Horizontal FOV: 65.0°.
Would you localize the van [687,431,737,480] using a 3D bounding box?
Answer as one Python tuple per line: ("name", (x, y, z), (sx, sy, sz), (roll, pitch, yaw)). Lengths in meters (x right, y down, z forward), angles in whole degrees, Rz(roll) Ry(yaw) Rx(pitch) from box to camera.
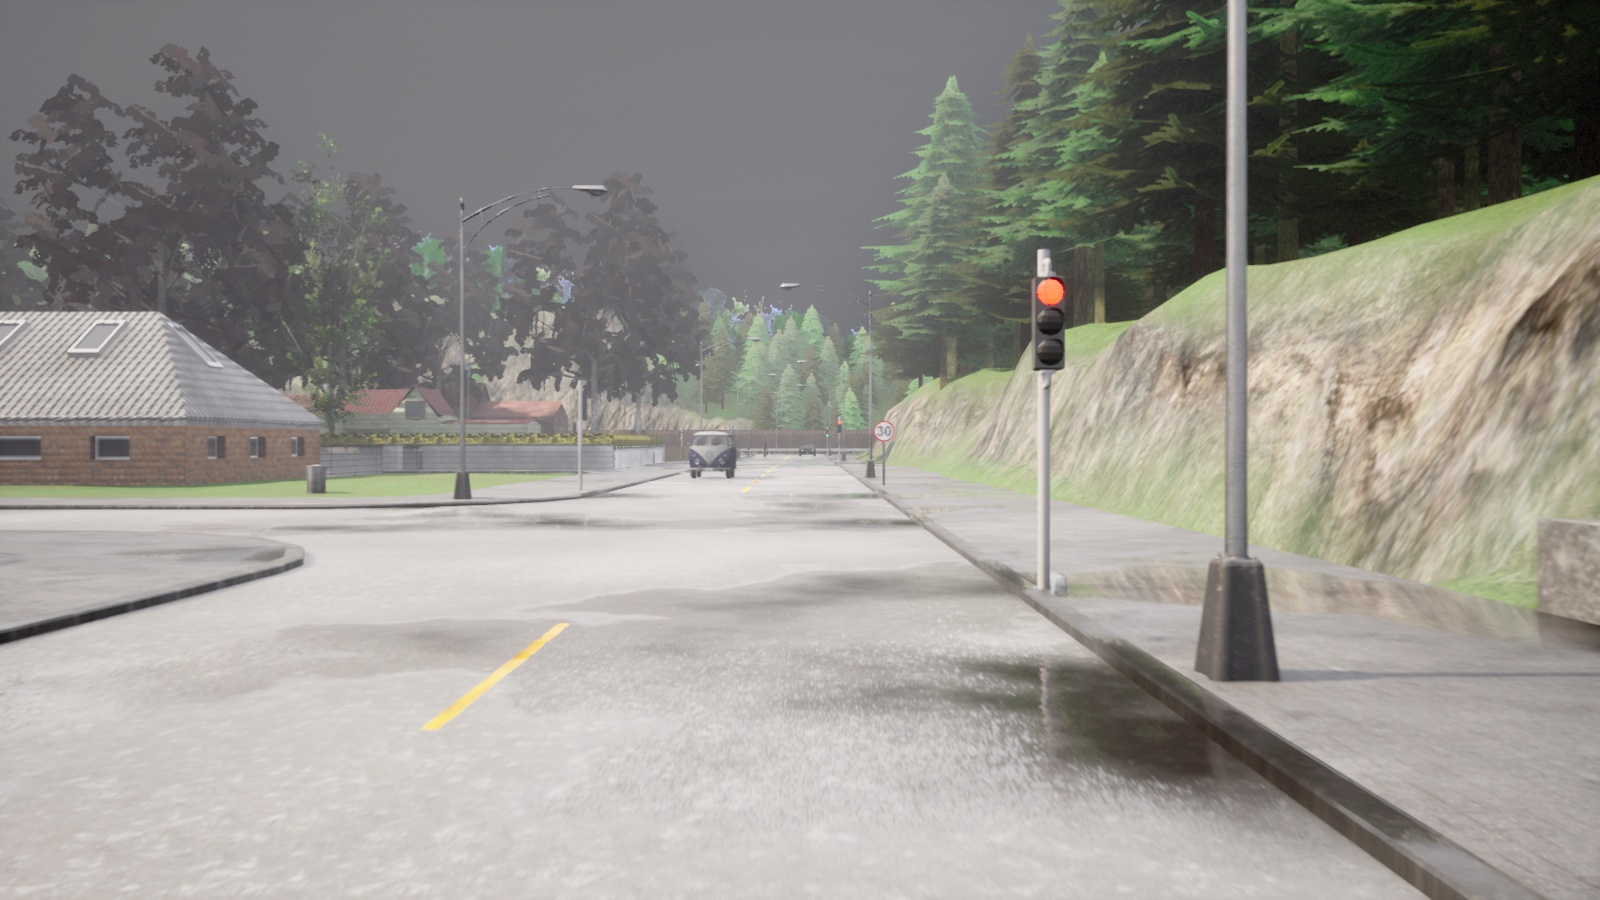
("van", (-3.678, 0.197, 53.049), (1.775, 1.987, 4.442), (0, 0, 0))
